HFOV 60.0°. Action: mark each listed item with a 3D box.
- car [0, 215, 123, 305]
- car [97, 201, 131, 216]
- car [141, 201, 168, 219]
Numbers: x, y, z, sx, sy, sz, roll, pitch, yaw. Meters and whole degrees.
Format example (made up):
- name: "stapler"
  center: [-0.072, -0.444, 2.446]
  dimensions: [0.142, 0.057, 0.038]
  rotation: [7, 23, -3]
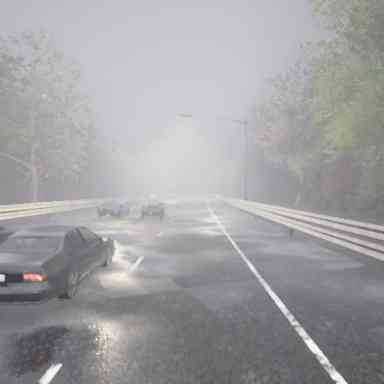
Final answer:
- name: "car"
  center: [-3.379, 1.540, 8.296]
  dimensions: [2.033, 1.411, 5.357]
  rotation: [0, 0, 0]
- name: "car"
  center: [-6.628, 1.473, 28.805]
  dimensions: [1.895, 1.301, 4.718]
  rotation: [10, 2, 1]
- name: "car"
  center: [-3.170, 1.465, 28.399]
  dimensions: [2.128, 1.511, 4.902]
  rotation: [0, 0, 1]
